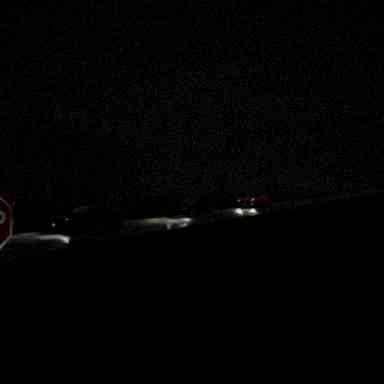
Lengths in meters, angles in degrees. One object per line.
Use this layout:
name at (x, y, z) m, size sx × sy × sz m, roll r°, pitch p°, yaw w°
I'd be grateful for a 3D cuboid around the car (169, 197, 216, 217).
car at (0.121, 1.169, 27.846) m, size 1.882 × 1.535 × 5.008 m, roll -1°, pitch 0°, yaw 35°

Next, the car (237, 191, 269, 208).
car at (6.892, 0.813, 37.324) m, size 2.097 × 1.767 × 4.553 m, roll -1°, pitch 1°, yaw 36°

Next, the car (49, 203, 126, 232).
car at (-5.923, 1.407, 19.368) m, size 1.812 × 1.442 × 4.674 m, roll -1°, pitch 0°, yaw 36°
